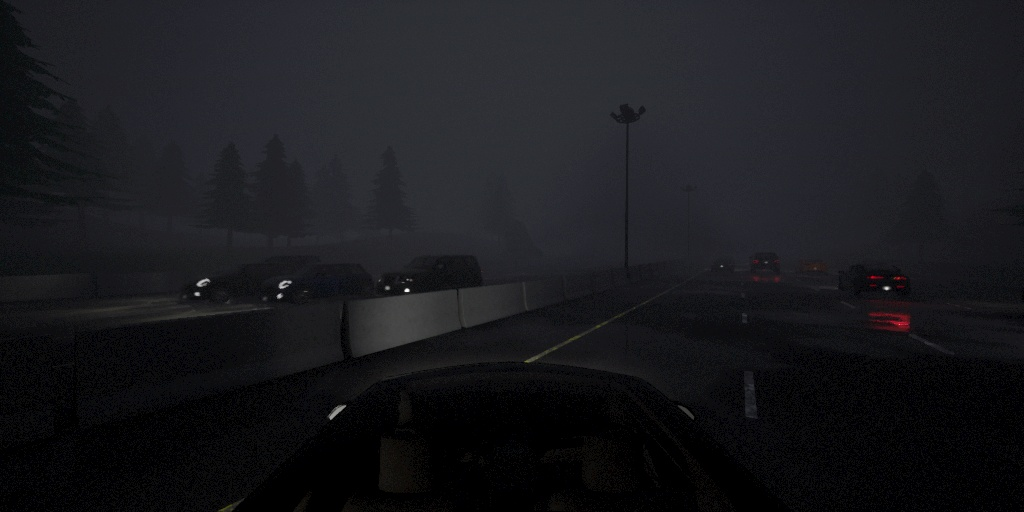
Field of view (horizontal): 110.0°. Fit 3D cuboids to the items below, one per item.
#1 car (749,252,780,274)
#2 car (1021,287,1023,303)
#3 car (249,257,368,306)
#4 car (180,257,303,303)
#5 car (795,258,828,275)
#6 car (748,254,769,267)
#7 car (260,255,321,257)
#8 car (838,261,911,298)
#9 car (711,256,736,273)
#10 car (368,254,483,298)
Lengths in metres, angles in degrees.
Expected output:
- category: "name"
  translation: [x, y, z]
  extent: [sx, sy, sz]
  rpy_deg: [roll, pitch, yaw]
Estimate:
- category: "car"
  translation: [24.393, 0.627, 34.645]
  extent: [2.150, 2.045, 5.566]
  rpy_deg: [0, 1, 32]
- category: "car"
  translation: [16.600, 0.938, 9.374]
  extent: [2.150, 2.045, 5.566]
  rpy_deg: [0, 0, 32]
- category: "car"
  translation: [-8.492, 1.086, 15.952]
  extent: [2.097, 1.767, 4.553]
  rpy_deg: [0, 0, 32]
- category: "car"
  translation: [-12.224, 1.087, 16.606]
  extent: [2.097, 1.767, 4.553]
  rpy_deg: [0, 0, 33]
- category: "car"
  translation: [27.503, 0.881, 33.017]
  extent: [1.882, 1.535, 5.008]
  rpy_deg: [0, 1, 32]
- category: "car"
  translation: [32.416, 0.583, 47.239]
  extent: [2.128, 1.511, 4.902]
  rpy_deg: [0, 1, 32]
- category: "car"
  translation: [-13.733, 0.947, 20.755]
  extent: [2.150, 2.045, 5.566]
  rpy_deg: [0, 0, 32]
- category: "car"
  translation: [17.854, 1.155, 17.861]
  extent: [1.837, 1.490, 4.892]
  rpy_deg: [0, 0, 32]
- category: "car"
  translation: [21.816, 0.955, 37.121]
  extent: [1.994, 1.385, 4.181]
  rpy_deg: [0, 1, 33]
- category: "car"
  translation: [-3.640, 0.946, 17.056]
  extent: [2.150, 2.045, 5.566]
  rpy_deg: [0, 0, 32]
